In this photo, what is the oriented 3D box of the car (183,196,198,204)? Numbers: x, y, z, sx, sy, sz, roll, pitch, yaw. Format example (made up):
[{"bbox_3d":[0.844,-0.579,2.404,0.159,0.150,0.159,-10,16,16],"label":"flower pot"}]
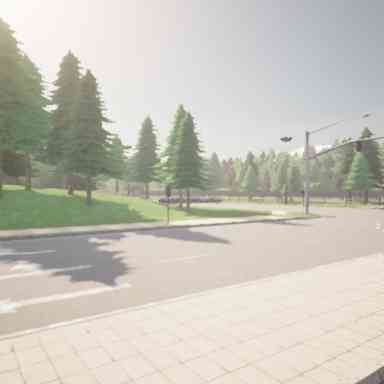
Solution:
[{"bbox_3d":[-1.577,1.568,65.557,2.128,1.511,4.902,0,0,-34],"label":"car"}]

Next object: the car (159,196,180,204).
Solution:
[{"bbox_3d":[-4.607,1.593,63.761,1.812,1.442,4.674,0,0,-34],"label":"car"}]

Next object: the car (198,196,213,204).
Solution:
[{"bbox_3d":[1.515,1.607,67.277,1.812,1.442,4.674,0,0,-35],"label":"car"}]

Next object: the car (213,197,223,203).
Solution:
[{"bbox_3d":[4.571,1.642,69.027,1.994,1.385,4.181,0,0,-35],"label":"car"}]
